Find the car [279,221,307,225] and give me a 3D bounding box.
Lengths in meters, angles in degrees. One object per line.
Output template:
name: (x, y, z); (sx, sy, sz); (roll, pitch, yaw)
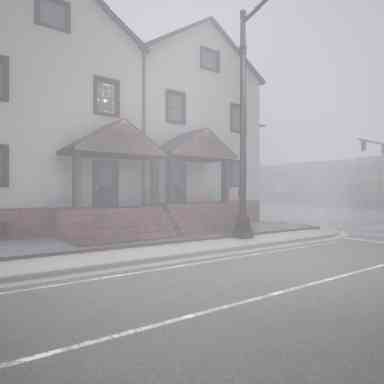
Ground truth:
car: (8.588, 3.480, 31.355); (2.128, 1.511, 4.902); (-1, -12, -36)
